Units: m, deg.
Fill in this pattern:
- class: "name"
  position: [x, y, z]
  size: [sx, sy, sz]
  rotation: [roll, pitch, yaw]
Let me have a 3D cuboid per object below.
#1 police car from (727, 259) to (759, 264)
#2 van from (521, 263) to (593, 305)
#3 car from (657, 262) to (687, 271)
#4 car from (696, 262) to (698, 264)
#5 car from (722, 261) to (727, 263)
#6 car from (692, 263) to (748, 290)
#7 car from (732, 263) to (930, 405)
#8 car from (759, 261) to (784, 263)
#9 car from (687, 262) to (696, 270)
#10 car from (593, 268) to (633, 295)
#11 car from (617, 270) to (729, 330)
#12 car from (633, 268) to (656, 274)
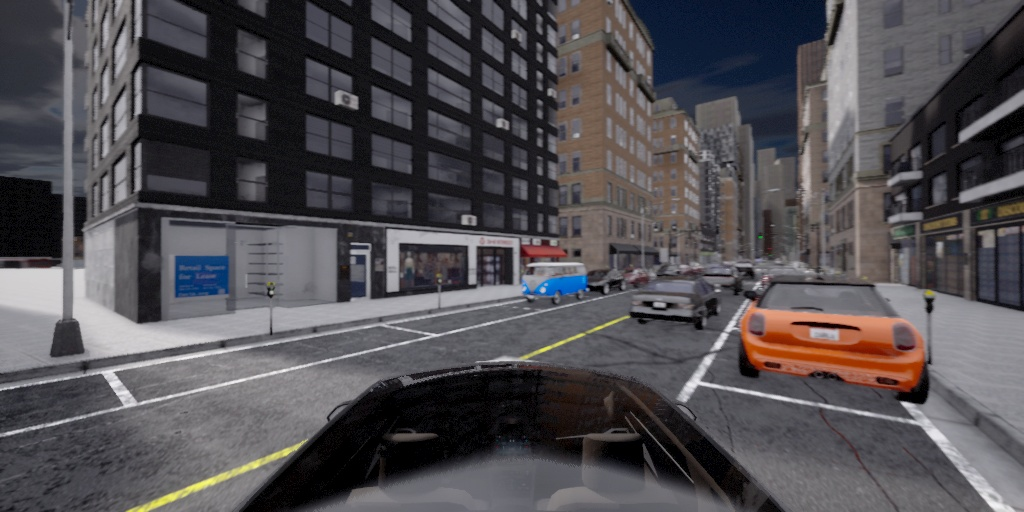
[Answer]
- class: "police car"
  position: [23.012, 1.355, 35.646]
  size: [1.930, 1.638, 5.238]
  rotation: [0, -1, 36]
- class: "van"
  position: [2.028, 1.191, 16.652]
  size: [1.690, 1.789, 3.998]
  rotation: [0, 0, 36]
- class: "car"
  position: [15.058, 1.507, 34.385]
  size: [1.948, 1.339, 4.313]
  rotation: [0, 0, 36]
- class: "car"
  position: [21.574, 1.429, 43.251]
  size: [1.967, 1.591, 4.097]
  rotation: [0, 0, 36]
- class: "car"
  position: [22.927, 1.514, 40.629]
  size: [2.033, 1.411, 5.357]
  rotation: [0, -1, 37]
- class: "car"
  position: [12.115, 1.342, 20.645]
  size: [2.128, 1.511, 4.902]
  rotation: [0, 0, 36]
- class: "car"
  position: [5.632, 1.121, 6.739]
  size: [2.097, 1.767, 4.553]
  rotation: [0, -1, 36]
- class: "car"
  position: [15.413, 1.279, 20.470]
  size: [1.967, 1.591, 4.097]
  rotation: [0, 0, 36]
- class: "car"
  position: [18.316, 1.547, 38.818]
  size: [1.802, 1.307, 4.207]
  rotation: [0, 0, 36]
- class: "car"
  position: [5.286, 1.438, 21.086]
  size: [1.948, 1.339, 4.313]
  rotation: [0, 0, 36]
- class: "car"
  position: [5.389, 1.350, 11.494]
  size: [2.033, 1.411, 5.357]
  rotation: [0, -1, 37]
- class: "car"
  position: [8.543, 1.477, 25.519]
  size: [1.802, 1.307, 4.207]
  rotation: [0, 0, 36]
